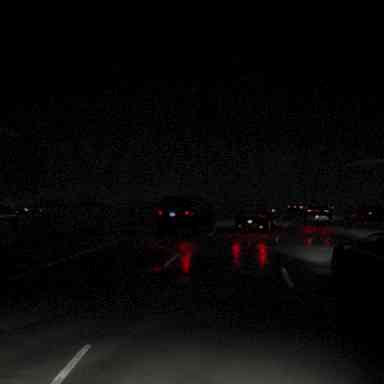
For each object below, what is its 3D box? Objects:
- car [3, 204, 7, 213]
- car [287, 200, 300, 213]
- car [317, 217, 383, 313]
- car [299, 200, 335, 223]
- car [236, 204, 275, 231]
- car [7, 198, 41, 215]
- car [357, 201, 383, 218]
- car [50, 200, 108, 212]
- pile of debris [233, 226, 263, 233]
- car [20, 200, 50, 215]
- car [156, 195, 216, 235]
[{"bbox_3d":[-16.972,1.396,34.381,1.882,1.535,5.008,0,0,23],"label":"car"},{"bbox_3d":[11.985,1.582,36.255,2.033,1.411,5.357,0,0,34],"label":"car"},{"bbox_3d":[4.187,1.506,6.361,2.128,1.511,4.902,0,0,7],"label":"car"},{"bbox_3d":[9.668,1.521,25.215,2.128,1.511,4.902,0,0,24],"label":"car"},{"bbox_3d":[4.012,1.482,20.618,1.882,1.535,5.008,0,0,19],"label":"car"},{"bbox_3d":[-14.473,1.455,31.333,1.812,1.442,4.674,0,0,23],"label":"car"},{"bbox_3d":[15.334,1.529,28.467,1.882,1.535,5.008,0,0,30],"label":"car"},{"bbox_3d":[-8.749,1.459,26.907,1.837,1.490,4.892,0,0,22],"label":"car"},{"bbox_3d":[3.298,2.182,19.404,1.500,0.140,1.860,0,0,18],"label":"pile of debris"},{"bbox_3d":[-11.883,1.542,28.584,1.895,1.301,4.718,0,0,22],"label":"car"},{"bbox_3d":[-0.199,1.214,19.177,2.150,2.045,5.566,0,0,17],"label":"car"}]
